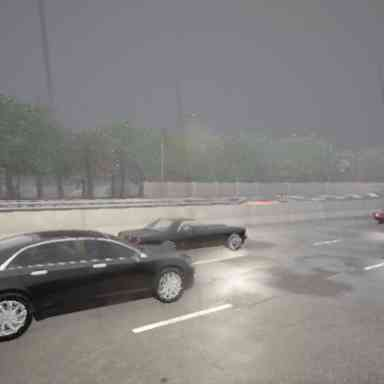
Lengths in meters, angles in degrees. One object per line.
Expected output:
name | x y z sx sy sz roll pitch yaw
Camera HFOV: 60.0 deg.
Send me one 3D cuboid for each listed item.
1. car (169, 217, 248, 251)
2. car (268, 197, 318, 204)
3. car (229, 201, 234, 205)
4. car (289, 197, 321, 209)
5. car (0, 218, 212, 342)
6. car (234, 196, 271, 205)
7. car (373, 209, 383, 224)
car | -0.166 1.578 12.222 4.718 1.301 1.895 0 0 -35
car | 9.975 1.435 32.514 4.674 1.442 1.812 0 0 -35
car | 6.955 1.422 43.223 4.674 1.442 1.812 0 0 -35
car | 15.168 1.435 44.704 4.181 1.385 1.994 0 0 -35
car | -2.157 1.499 6.506 4.892 1.490 1.837 0 0 -35
car | 7.069 1.265 34.744 4.553 1.767 2.097 0 0 -35
car | 14.319 1.517 22.491 4.718 1.301 1.895 0 0 -35
